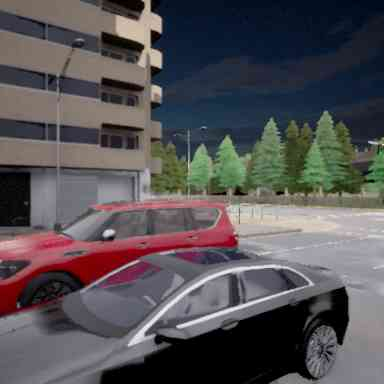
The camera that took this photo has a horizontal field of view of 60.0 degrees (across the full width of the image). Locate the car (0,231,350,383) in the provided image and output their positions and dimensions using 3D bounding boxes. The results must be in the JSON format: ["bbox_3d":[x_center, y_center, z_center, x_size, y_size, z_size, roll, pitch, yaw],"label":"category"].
[{"bbox_3d":[-0.109,1.492,3.899,4.902,1.511,2.128,0,0,-35],"label":"car"}]

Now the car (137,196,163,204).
[{"bbox_3d":[-7.684,1.482,61.293,4.674,1.442,1.812,0,0,31],"label":"car"}]

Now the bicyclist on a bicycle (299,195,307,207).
[{"bbox_3d":[15.626,1.260,46.750,1.656,1.620,0.582,0,0,-35],"label":"bicyclist on a bicycle"}]

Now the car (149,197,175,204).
[{"bbox_3d":[-5.842,1.559,64.289,4.718,1.301,1.895,0,0,33],"label":"car"}]

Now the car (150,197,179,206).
[{"bbox_3d":[-4.586,1.557,54.509,4.718,1.301,1.895,0,0,40],"label":"car"}]

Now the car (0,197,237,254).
[{"bbox_3d":[-1.428,1.223,7.255,5.566,2.045,2.150,0,0,-35],"label":"car"}]
